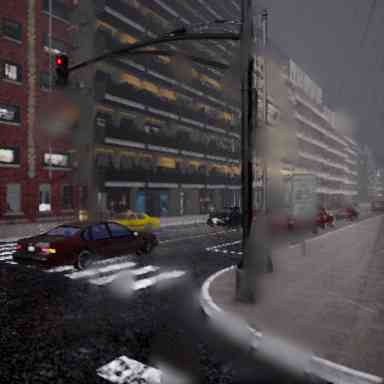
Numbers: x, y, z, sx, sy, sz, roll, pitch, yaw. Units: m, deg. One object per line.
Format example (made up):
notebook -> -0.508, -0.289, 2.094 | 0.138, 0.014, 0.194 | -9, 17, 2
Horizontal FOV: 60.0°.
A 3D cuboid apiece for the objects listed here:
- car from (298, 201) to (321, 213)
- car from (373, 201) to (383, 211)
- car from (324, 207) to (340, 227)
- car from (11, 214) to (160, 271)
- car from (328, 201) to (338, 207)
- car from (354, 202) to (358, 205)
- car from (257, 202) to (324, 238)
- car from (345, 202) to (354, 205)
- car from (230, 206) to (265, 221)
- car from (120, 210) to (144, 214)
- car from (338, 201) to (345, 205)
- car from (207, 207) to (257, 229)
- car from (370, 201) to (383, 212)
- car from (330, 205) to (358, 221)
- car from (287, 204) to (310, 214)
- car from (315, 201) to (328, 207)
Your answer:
car -> 18.817, 2.335, 53.049 | 2.192, 1.841, 5.009 | -1, -2, 35
car -> 35.437, 2.616, 62.225 | 2.192, 1.841, 5.009 | -1, -2, 35
car -> 9.442, 2.041, 25.111 | 1.887, 1.381, 4.507 | -1, -2, 35
car -> -3.354, 1.716, 11.681 | 2.033, 1.411, 5.357 | 0, -1, 29
car -> 25.318, 2.764, 62.321 | 1.887, 1.381, 4.507 | -1, -2, 35
car -> 41.567, 3.274, 85.514 | 1.947, 1.339, 4.313 | -1, -2, 35
car -> 6.191, 1.709, 20.479 | 2.192, 1.841, 5.009 | -1, -2, 35
car -> 35.067, 3.059, 76.236 | 1.887, 1.381, 4.507 | -1, -2, 35
car -> 5.820, 2.160, 34.489 | 1.887, 1.381, 4.507 | -1, -2, 35
car -> -4.027, 1.830, 20.434 | 1.752, 1.417, 4.829 | -1, -2, 35
car -> 28.566, 2.634, 66.964 | 2.192, 1.841, 5.009 | -1, -2, 35
car -> 3.050, 1.947, 25.998 | 2.128, 1.511, 4.902 | 0, -1, 35
car -> 32.187, 2.517, 57.585 | 2.192, 1.841, 5.009 | -1, -2, 35
car -> 15.941, 2.281, 34.387 | 1.802, 1.307, 4.206 | -1, -2, 35
car -> 15.470, 2.441, 48.265 | 1.752, 1.417, 4.829 | -1, -2, 35
car -> 16.662, 2.386, 45.302 | 1.837, 1.490, 4.892 | 0, -2, 36
